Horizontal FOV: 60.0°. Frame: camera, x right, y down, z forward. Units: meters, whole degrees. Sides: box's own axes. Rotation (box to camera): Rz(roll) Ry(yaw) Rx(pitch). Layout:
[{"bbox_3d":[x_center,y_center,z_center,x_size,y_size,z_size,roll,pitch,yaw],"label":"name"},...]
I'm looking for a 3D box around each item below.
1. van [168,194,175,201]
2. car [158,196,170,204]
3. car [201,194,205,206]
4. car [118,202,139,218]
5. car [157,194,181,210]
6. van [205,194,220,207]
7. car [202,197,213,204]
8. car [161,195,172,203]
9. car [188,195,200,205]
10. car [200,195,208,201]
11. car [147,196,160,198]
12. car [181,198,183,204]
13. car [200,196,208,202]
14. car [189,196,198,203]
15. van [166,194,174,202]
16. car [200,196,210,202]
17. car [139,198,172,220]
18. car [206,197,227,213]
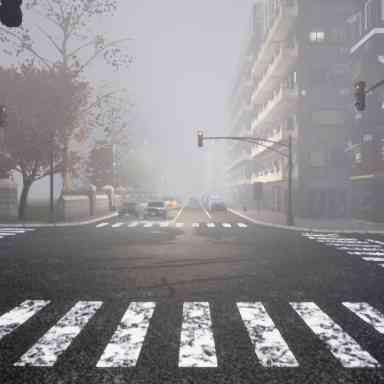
[{"bbox_3d":[-5.371,1.444,87.163,1.690,1.788,3.998,0,0,0],"label":"van"},{"bbox_3d":[-5.453,1.497,64.644,1.967,1.590,4.097,0,0,0],"label":"car"},{"bbox_3d":[2.887,1.479,53.352,1.967,1.590,4.097,0,0,0],"label":"car"},{"bbox_3d":[-5.575,1.579,30.862,1.947,1.339,4.313,0,0,0],"label":"car"},{"bbox_3d":[-2.943,1.377,42.596,2.097,1.767,4.553,0,0,0],"label":"car"},{"bbox_3d":[2.846,1.365,42.092,1.690,1.788,3.998,0,0,0],"label":"van"},{"bbox_3d":[2.927,1.602,64.612,1.887,1.381,4.507,0,0,0],"label":"car"},{"bbox_3d":[-5.432,1.507,70.273,1.967,1.590,4.097,0,0,0],"label":"car"},{"bbox_3d":[0.326,1.615,61.172,1.994,1.385,4.181,0,0,0],"label":"car"},{"bbox_3d":[3.009,1.543,87.132,1.967,1.590,4.097,0,0,0],"label":"car"},{"bbox_3d":[-5.535,1.549,41.953,1.752,1.417,4.829,0,0,0],"label":"car"},{"bbox_3d":[-2.777,1.565,64.097,1.837,1.490,4.892,0,-1,1],"label":"car"},{"bbox_3d":[2.988,1.634,81.503,1.887,1.381,4.507,0,0,0],"label":"car"},{"bbox_3d":[0.326,1.594,71.156,1.812,1.442,4.674,0,0,0],"label":"car"},{"bbox_3d":[-5.392,1.431,81.534,1.690,1.788,3.998,0,0,0],"label":"van"},{"bbox_3d":[2.968,1.628,75.873,2.008,1.369,4.403,0,0,0],"label":"car"},{"bbox_3d":[-2.999,1.517,28.271,1.837,1.490,4.892,0,0,0],"label":"car"},{"bbox_3d":[2.825,1.563,36.461,1.887,1.381,4.507,0,0,0],"label":"car"}]
